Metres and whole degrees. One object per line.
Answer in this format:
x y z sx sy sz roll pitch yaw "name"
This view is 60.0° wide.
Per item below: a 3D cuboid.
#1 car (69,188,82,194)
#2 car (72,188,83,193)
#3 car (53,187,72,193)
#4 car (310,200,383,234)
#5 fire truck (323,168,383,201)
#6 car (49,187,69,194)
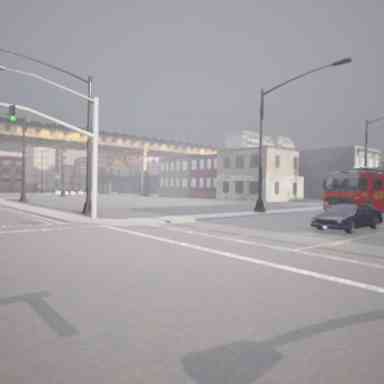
-29.666 -0.267 86.070 2.038 1.542 4.974 1 1 -9 "car"
-29.672 -0.425 86.119 1.853 1.218 4.536 1 1 -9 "car"
-33.428 -0.500 85.756 4.536 1.218 1.853 1 1 21 "car"
8.756 1.383 18.516 5.357 1.411 2.033 0 2 -40 "car"
14.192 0.038 27.356 8.468 3.827 2.891 -1 2 -39 "fire truck"
-33.382 -0.341 85.740 4.974 1.542 2.038 1 1 21 "car"
